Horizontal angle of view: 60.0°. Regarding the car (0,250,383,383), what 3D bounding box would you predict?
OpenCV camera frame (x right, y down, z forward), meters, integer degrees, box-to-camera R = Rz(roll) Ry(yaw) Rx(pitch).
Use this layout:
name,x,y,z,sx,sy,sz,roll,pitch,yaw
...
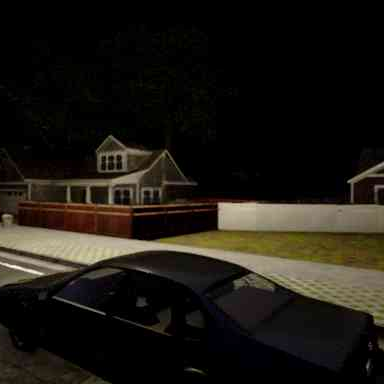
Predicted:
name,x,y,z,sx,sy,sz,roll,pitch,yaw
car,-0.512,1.529,4.356,5.357,1.411,2.033,0,0,36
